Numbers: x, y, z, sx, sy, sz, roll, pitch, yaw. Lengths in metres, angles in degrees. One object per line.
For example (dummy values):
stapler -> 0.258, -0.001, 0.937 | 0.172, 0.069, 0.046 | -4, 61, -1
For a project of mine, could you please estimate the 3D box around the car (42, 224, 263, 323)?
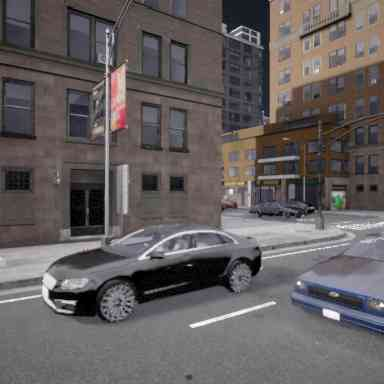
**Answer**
car -> -0.581, 1.492, 7.265 | 4.902, 1.511, 2.128 | 0, 0, -36

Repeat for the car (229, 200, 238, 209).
car -> 4.168, 1.594, 43.286 | 1.802, 1.307, 4.206 | 0, 0, -35

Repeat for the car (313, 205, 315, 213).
car -> 10.530, 1.580, 34.284 | 1.947, 1.339, 4.313 | 0, 0, -35

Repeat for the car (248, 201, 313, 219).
car -> 7.413, 1.541, 29.157 | 2.033, 1.411, 5.357 | 0, 0, -37

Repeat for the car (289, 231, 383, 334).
car -> 4.370, 1.547, 6.812 | 5.357, 1.411, 2.033 | 0, 0, -36

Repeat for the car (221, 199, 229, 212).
car -> 1.631, 1.592, 37.366 | 1.895, 1.301, 4.718 | 0, 0, -35
